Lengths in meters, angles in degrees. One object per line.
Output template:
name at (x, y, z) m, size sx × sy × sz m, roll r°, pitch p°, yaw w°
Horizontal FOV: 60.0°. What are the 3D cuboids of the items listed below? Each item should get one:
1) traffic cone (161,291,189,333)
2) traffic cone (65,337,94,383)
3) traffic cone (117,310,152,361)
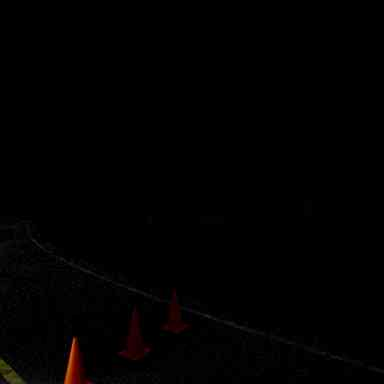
traffic cone at (-0.277, 1.931, 5.460) m, size 0.340 × 0.580 × 0.340 m, roll 1°, pitch 1°, yaw 31°
traffic cone at (-1.313, 1.945, 3.759) m, size 0.340 × 0.580 × 0.340 m, roll 1°, pitch 1°, yaw 31°
traffic cone at (-0.795, 1.938, 4.610) m, size 0.340 × 0.580 × 0.340 m, roll 1°, pitch 1°, yaw 31°
